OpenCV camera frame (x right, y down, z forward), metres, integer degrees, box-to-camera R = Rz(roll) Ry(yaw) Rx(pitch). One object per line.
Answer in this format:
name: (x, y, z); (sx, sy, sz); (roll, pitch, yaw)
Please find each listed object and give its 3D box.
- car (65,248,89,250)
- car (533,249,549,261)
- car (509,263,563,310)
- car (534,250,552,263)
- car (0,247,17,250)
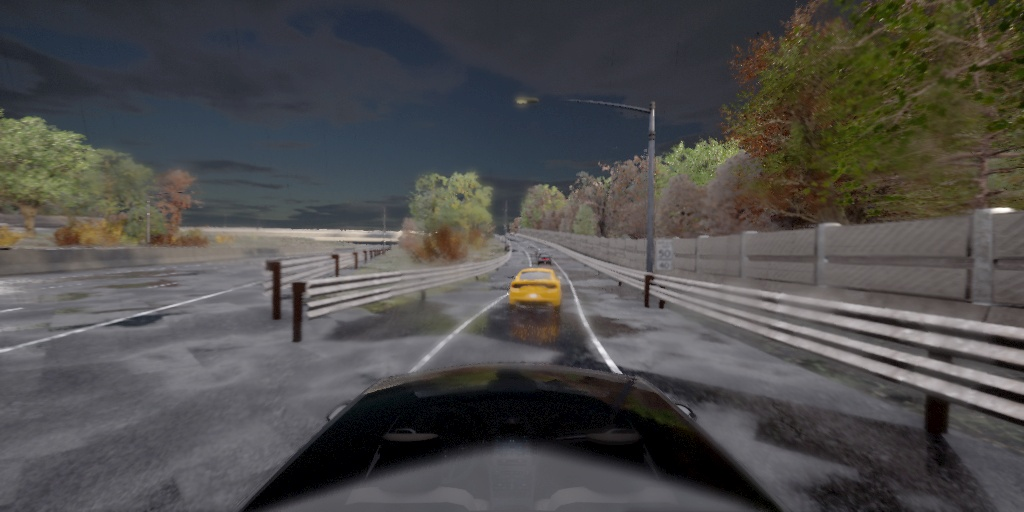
car: (-41.724, -0.052, 34.535); (2.033, 1.411, 5.357); (0, 1, -18)
car: (4.489, -0.207, 56.345); (2.033, 1.411, 5.357); (1, 4, 0)
car: (1.069, 1.256, 14.988); (1.882, 1.535, 5.008); (1, 0, 7)
car: (4.129, 0.426, 46.273); (1.837, 1.490, 4.892); (1, 3, 2)
car: (-43.960, -0.029, 30.070); (1.837, 1.490, 4.892); (0, 1, -18)
